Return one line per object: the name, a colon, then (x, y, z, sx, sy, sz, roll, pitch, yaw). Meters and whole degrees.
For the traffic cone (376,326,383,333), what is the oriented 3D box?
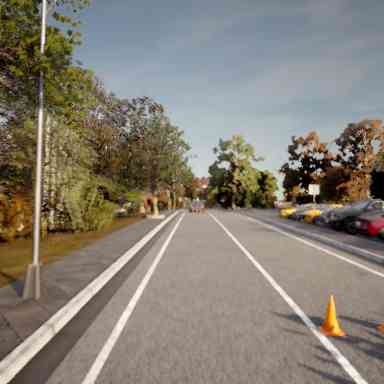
traffic cone: (3.280, 1.994, 5.451, 0.340, 0.580, 0.340, 0, 0, 1)

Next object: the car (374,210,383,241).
car: (10.804, 1.667, 14.264, 4.674, 1.452, 2.002, 0, 0, 0)

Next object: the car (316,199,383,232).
car: (10.816, 1.414, 19.818, 5.566, 2.045, 2.435, 0, 0, 0)

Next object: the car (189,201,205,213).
car: (0.706, 2.012, 47.124, 2.097, 1.767, 4.553, 0, -2, 1)

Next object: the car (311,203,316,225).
car: (10.896, 1.562, 22.588, 4.553, 1.767, 2.185, 0, 0, 0)

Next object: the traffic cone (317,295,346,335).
traffic cone: (2.282, 1.988, 5.458, 0.340, 0.580, 0.340, 0, 0, 0)

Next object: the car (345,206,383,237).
car: (10.852, 1.676, 17.039, 4.792, 1.488, 2.163, 0, 0, 0)

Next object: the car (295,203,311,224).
car: (10.891, 1.713, 25.364, 5.008, 1.535, 2.097, 0, -1, 0)

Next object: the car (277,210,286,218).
car: (10.740, 1.787, 30.906, 5.366, 1.575, 1.946, 0, -1, 0)

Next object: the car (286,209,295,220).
car: (10.911, 1.749, 28.136, 4.892, 1.521, 2.231, 0, -1, 0)
